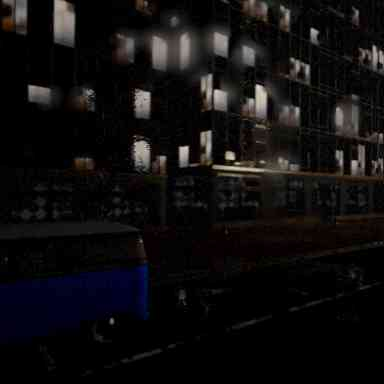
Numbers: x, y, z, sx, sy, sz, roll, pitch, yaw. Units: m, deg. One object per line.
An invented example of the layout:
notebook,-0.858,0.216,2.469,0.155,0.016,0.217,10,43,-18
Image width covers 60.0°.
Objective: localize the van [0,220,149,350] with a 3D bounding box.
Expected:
van,-2.575,1.348,4.721,3.998,1.788,1.690,1,0,-36
